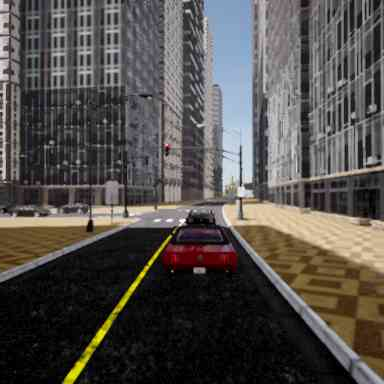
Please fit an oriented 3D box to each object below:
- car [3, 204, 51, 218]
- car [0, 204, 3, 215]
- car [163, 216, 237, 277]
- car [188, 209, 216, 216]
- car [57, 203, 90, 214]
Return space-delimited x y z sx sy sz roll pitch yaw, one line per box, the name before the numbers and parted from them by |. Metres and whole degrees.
car | -17.084 2.049 35.163 4.403 1.369 2.008 -1 0 11
car | -26.459 2.371 45.595 4.313 1.339 1.947 -1 0 11
car | 0.247 1.676 10.474 1.895 1.301 4.718 0 0 1
car | 0.651 1.751 22.096 1.895 1.301 4.718 0 0 3
car | -15.432 2.143 43.378 4.403 1.369 2.008 -1 0 11
